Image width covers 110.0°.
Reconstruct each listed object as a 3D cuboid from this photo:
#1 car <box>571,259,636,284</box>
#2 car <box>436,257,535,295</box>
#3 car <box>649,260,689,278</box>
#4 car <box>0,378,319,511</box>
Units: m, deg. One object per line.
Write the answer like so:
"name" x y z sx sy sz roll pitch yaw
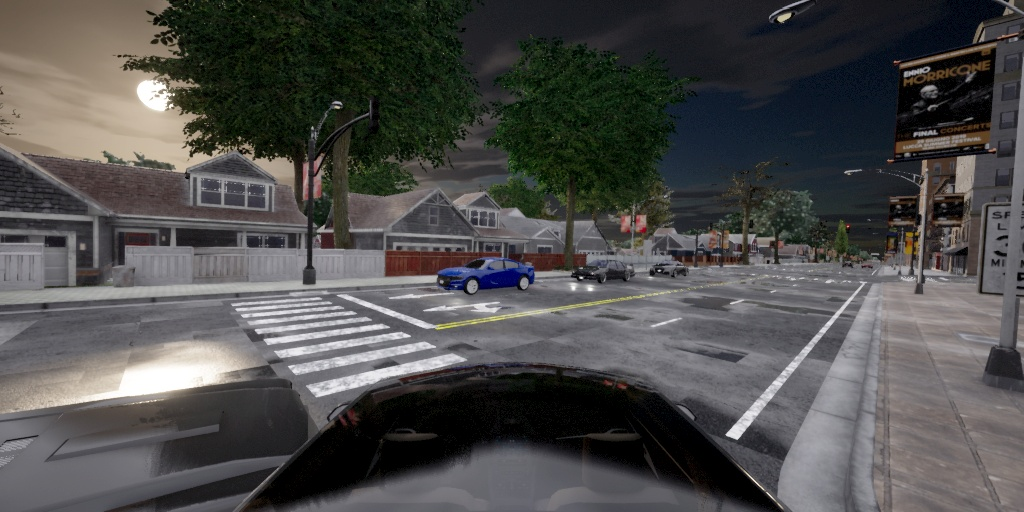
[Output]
"car" 6.097 0.938 23.396 5.357 1.411 2.033 0 2 -44
"car" -1.084 0.807 16.492 5.008 1.535 1.882 0 2 -44
"car" 13.310 1.018 30.301 4.181 1.385 1.994 0 2 -44
"car" -3.313 1.286 1.311 4.718 1.301 1.895 1 2 -34
